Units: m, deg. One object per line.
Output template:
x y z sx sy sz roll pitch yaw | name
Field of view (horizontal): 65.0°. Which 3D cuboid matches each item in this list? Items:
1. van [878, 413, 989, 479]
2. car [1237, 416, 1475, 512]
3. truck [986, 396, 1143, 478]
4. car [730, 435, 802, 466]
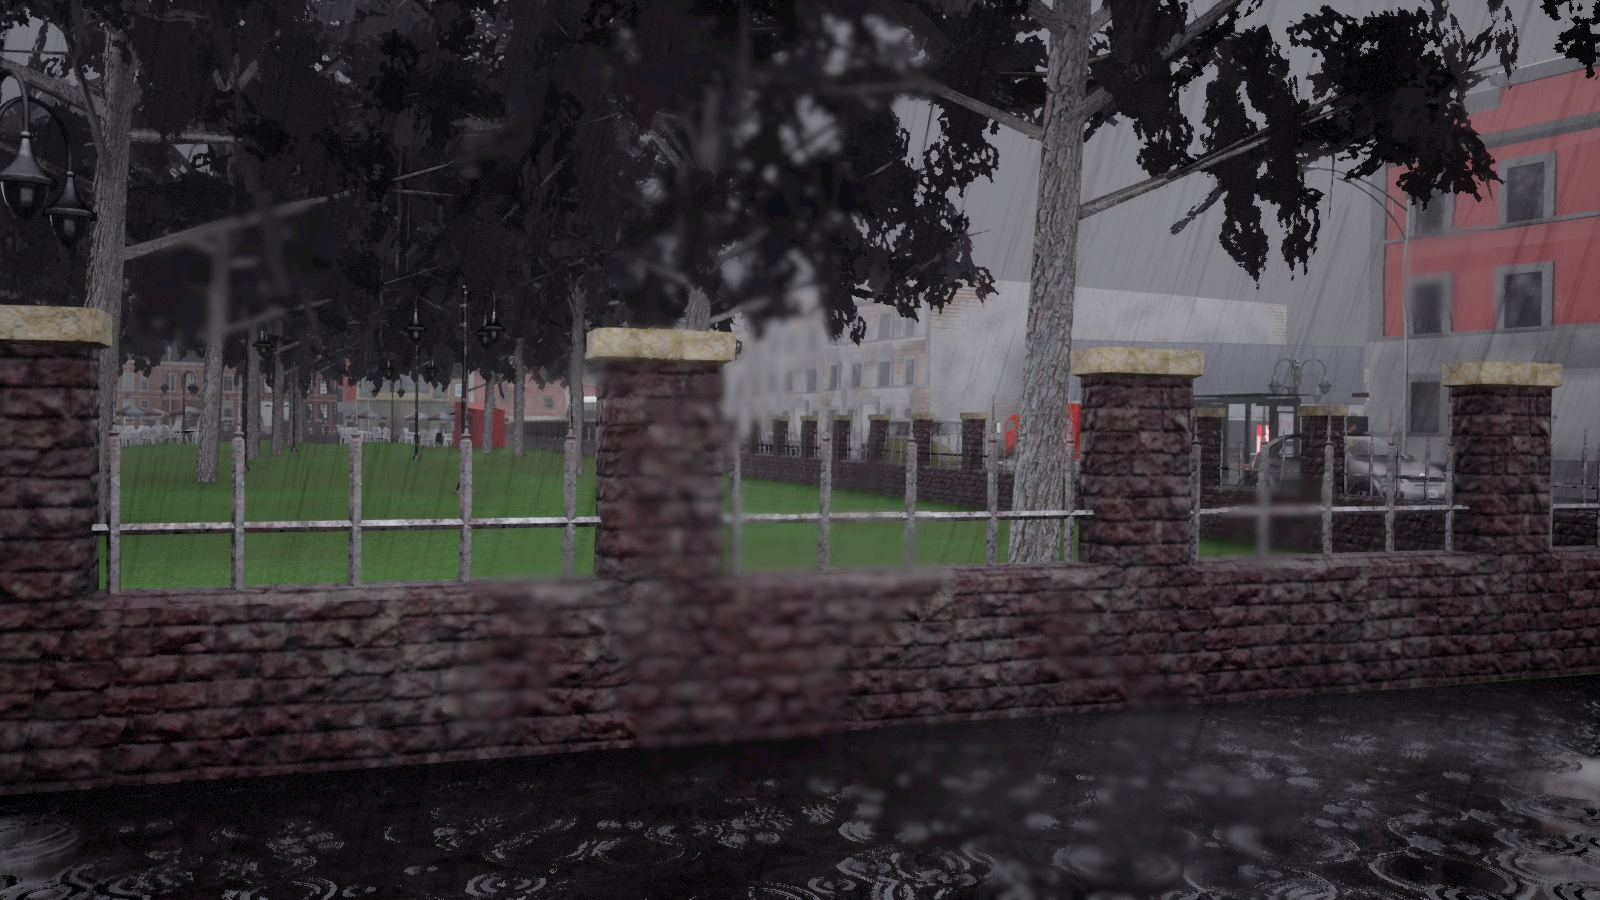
4.234 -0.154 40.509 1.775 1.987 4.442 -1 1 -20 | van
10.278 0.202 23.553 1.851 1.617 3.988 -1 1 -19 | car
8.439 -0.441 40.611 2.627 2.467 5.204 -1 1 -20 | truck
-1.597 -0.010 56.921 1.895 1.301 4.718 -1 1 -20 | car
